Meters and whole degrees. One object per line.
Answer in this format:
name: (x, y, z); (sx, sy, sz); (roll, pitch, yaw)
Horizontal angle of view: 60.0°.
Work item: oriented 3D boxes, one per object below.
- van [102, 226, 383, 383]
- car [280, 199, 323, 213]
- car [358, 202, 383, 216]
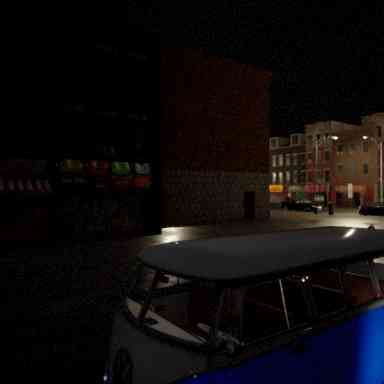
van: (1.074, 1.340, 3.587); (3.998, 1.788, 1.690); (0, 0, -36)
car: (12.006, 1.484, 36.762); (2.128, 1.511, 4.902); (0, 0, -35)
car: (17.125, 1.565, 29.575); (1.994, 1.385, 4.181); (0, 0, -35)
